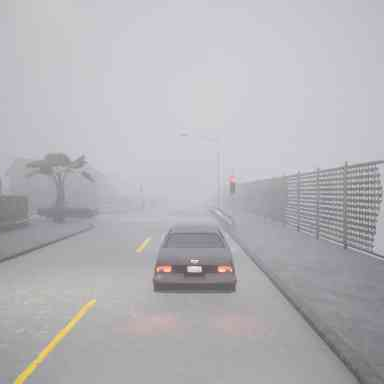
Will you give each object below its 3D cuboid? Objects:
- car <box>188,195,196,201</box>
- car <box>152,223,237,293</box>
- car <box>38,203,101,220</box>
[{"bbox_3d":[0.088,1.552,86.622,1.994,1.385,4.181,0,0,0],"label":"car"},{"bbox_3d":[0.072,1.547,8.972,2.033,1.411,5.357,0,0,1],"label":"car"},{"bbox_3d":[-10.113,1.601,27.641,4.718,1.301,1.895,0,0,7],"label":"car"}]
